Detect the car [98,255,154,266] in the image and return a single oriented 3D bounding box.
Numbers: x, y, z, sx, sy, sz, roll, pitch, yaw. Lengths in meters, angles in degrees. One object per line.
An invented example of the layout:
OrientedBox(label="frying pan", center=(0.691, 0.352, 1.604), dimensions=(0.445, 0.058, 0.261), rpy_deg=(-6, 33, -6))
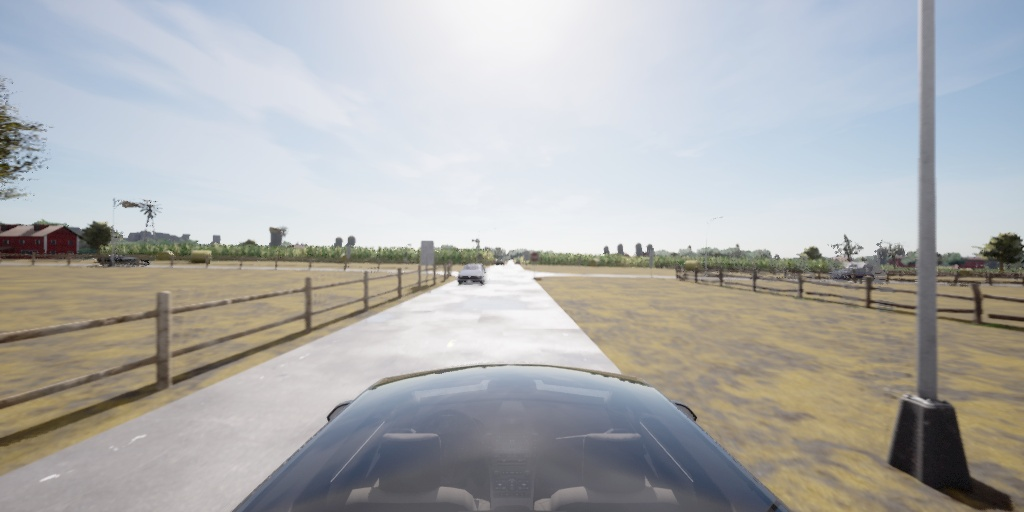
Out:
OrientedBox(label="car", center=(-44.295, 0.538, 41.223), dimensions=(4.718, 1.301, 1.895), rpy_deg=(1, -1, 0))

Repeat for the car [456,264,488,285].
OrientedBox(label="car", center=(-2.799, 1.303, 26.373), dimensions=(2.033, 1.411, 5.357), rpy_deg=(0, 0, 0))

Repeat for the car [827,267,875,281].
OrientedBox(label="car", center=(41.746, 2.178, 44.239), dimensions=(4.553, 1.767, 2.097), rpy_deg=(1, -1, 0))
